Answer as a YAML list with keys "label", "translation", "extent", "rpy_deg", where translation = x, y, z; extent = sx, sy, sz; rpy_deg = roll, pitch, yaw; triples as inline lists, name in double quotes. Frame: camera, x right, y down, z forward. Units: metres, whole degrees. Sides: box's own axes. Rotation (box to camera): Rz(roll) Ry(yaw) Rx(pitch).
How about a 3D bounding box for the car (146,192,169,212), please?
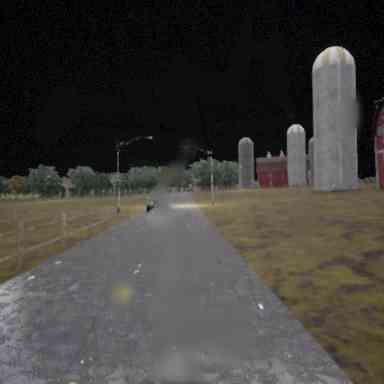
- label: "car"
  translation: [-3.633, 1.002, 35.787]
  extent: [2.150, 2.045, 5.566]
  rpy_deg: [-1, 1, -1]
